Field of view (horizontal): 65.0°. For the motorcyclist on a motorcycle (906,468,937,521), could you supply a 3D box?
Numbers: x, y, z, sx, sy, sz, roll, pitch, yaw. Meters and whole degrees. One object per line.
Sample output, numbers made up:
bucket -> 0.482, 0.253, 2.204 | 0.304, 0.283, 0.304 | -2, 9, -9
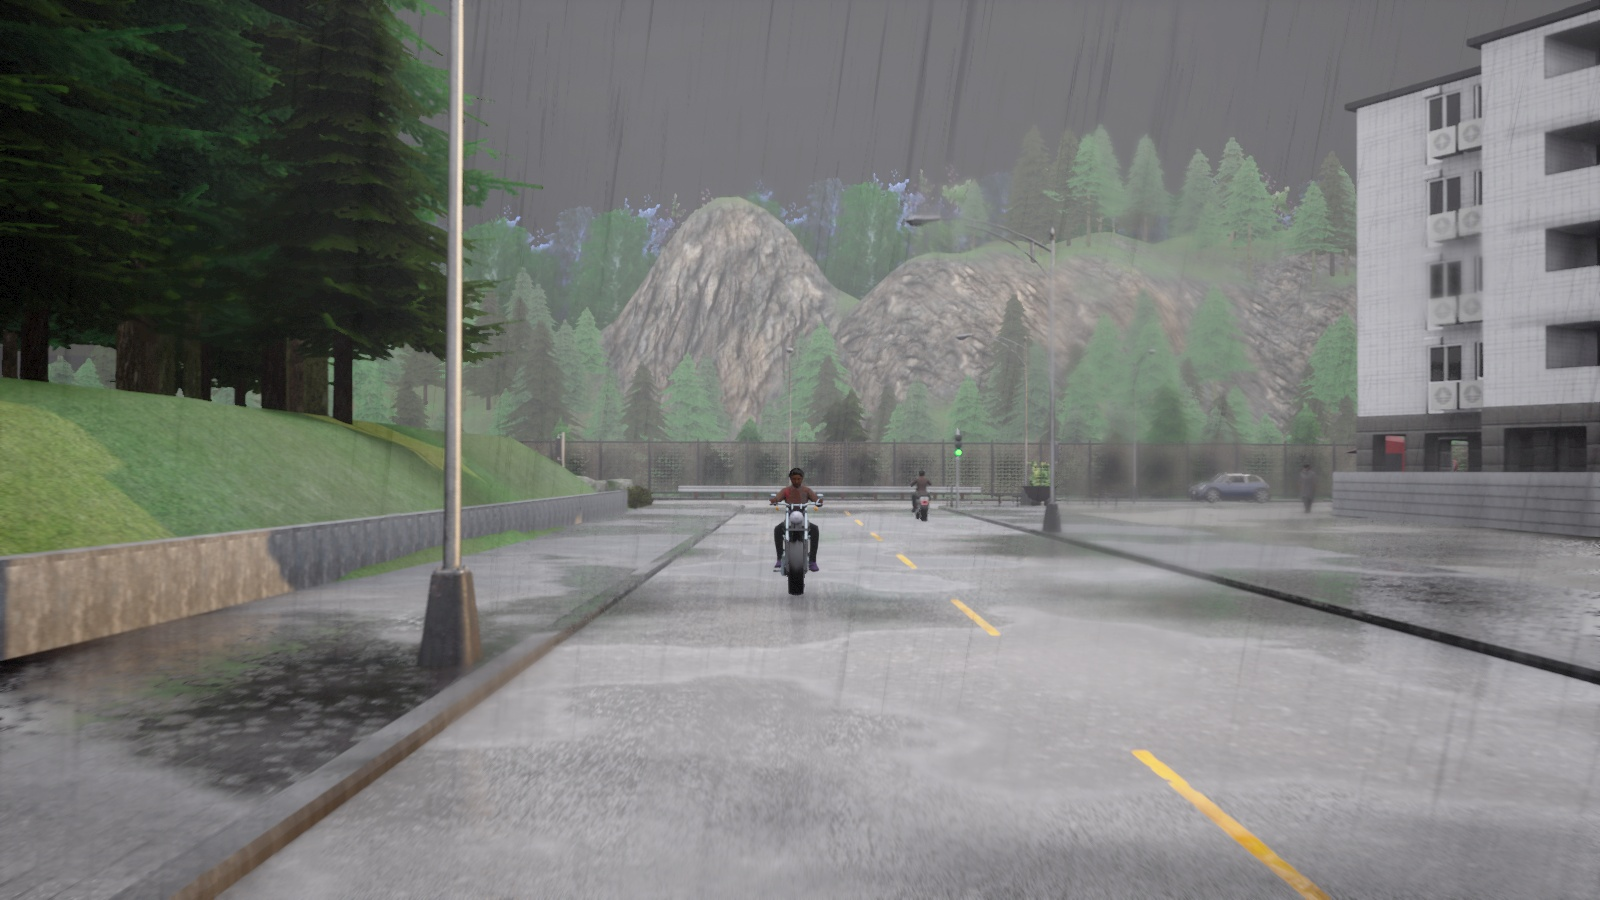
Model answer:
motorcyclist on a motorcycle -> 3.906, 1.429, 40.617 | 0.766, 1.649, 2.350 | 0, -1, 0

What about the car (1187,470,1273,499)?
car -> 22.221, 1.779, 64.990 | 3.806, 1.475, 1.970 | 0, -1, 0

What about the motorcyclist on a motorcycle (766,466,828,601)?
motorcyclist on a motorcycle -> -0.039, 1.044, 16.629 | 0.766, 1.649, 2.350 | 0, -1, 0

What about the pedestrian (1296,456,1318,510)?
pedestrian -> 18.568, 1.220, 46.000 | 0.659, 1.952, 0.873 | -1, -1, 27
